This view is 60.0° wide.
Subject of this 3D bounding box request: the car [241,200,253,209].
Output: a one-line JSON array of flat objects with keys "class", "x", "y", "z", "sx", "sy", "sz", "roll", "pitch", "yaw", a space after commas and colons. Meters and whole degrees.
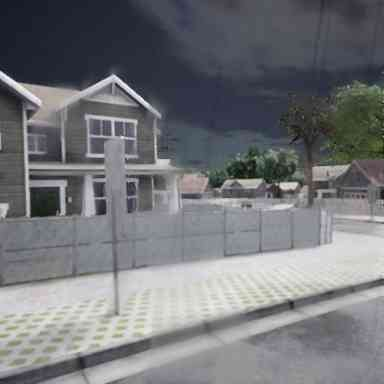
[{"class": "car", "x": 9.741, "y": 2.175, "z": 58.953, "sx": 1.837, "sy": 1.490, "sz": 4.892, "roll": -1, "pitch": -1, "yaw": 11}]
